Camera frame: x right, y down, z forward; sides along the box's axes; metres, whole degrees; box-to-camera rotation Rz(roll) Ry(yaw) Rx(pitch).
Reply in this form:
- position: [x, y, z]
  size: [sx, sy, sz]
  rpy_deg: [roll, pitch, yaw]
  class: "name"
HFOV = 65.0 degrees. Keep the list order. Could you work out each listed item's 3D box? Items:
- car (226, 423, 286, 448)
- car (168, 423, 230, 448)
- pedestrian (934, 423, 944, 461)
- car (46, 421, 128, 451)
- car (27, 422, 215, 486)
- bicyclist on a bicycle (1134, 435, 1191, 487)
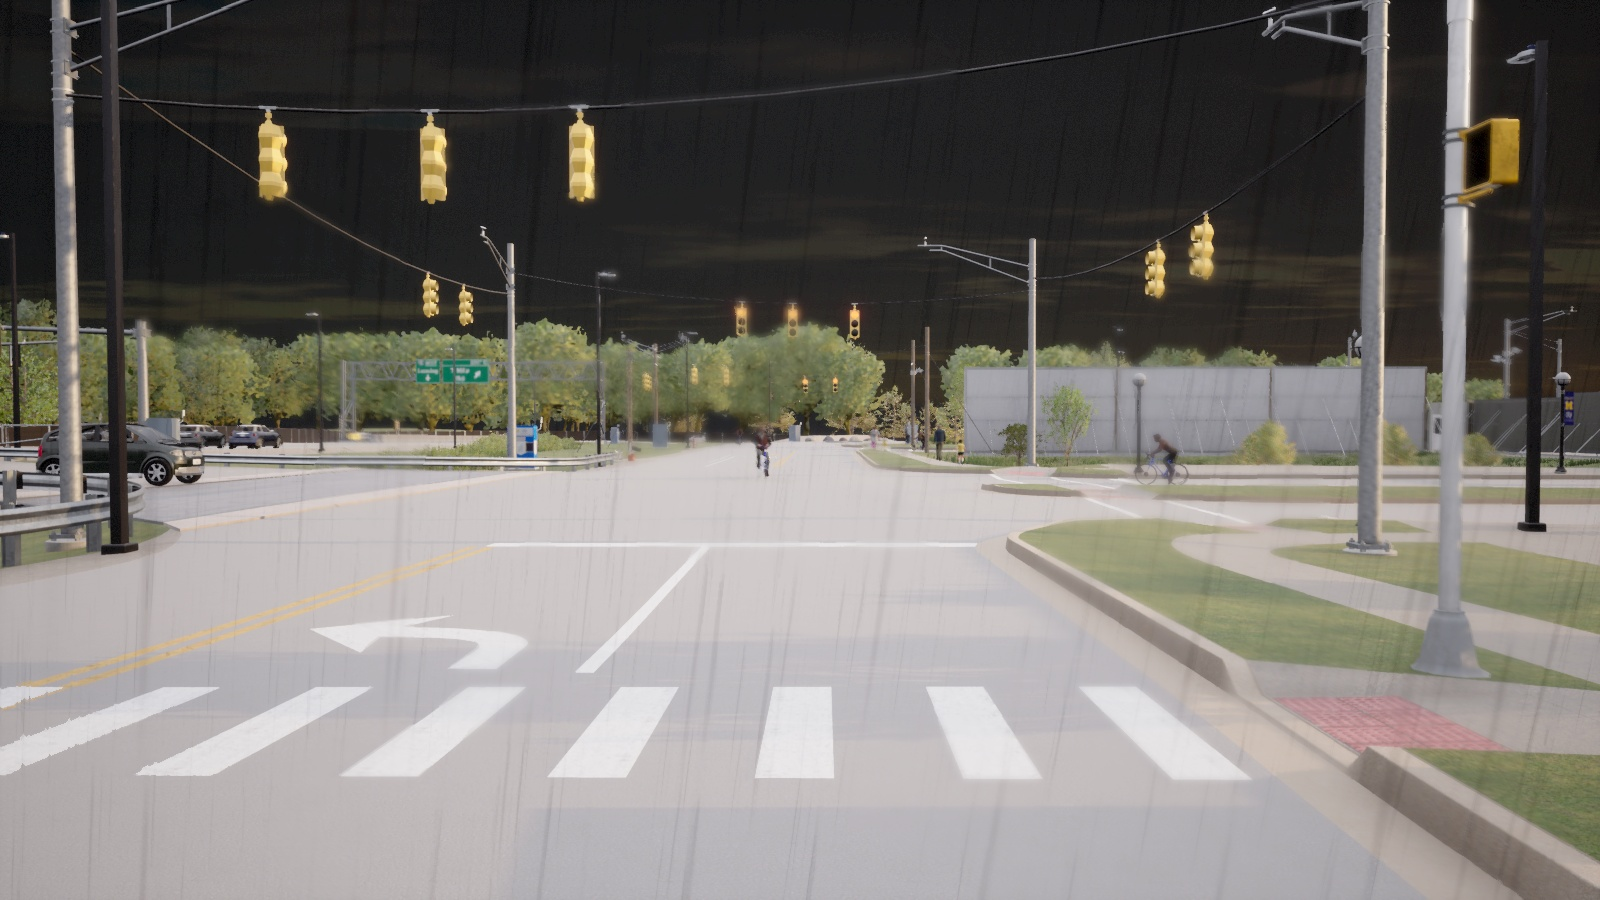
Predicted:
- position: [-33.535, -0.899, 77.497]
  size: [1.970, 1.475, 3.806]
  rpy_deg: [0, 1, 1]
  class: "car"
- position: [-37.035, -0.902, 77.521]
  size: [1.970, 1.475, 3.806]
  rpy_deg: [0, 1, 1]
  class: "car"
- position: [6.762, -0.402, 61.124]
  size: [0.402, 1.842, 0.726]
  rpy_deg: [0, 2, 3]
  class: "pedestrian"
- position: [-37.233, -0.730, 65.678]
  size: [1.816, 1.474, 4.193]
  rpy_deg: [0, 1, 1]
  class: "car"
- position: [-16.832, 0.080, 31.250]
  size: [3.705, 1.549, 1.789]
  rpy_deg: [0, 1, 1]
  class: "car"
- position: [11.427, 0.330, 39.639]
  size: [1.656, 1.620, 0.582]
  rpy_deg: [1, 1, 11]
  class: "bicyclist on a bicycle"
